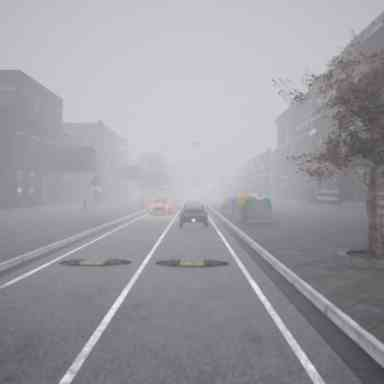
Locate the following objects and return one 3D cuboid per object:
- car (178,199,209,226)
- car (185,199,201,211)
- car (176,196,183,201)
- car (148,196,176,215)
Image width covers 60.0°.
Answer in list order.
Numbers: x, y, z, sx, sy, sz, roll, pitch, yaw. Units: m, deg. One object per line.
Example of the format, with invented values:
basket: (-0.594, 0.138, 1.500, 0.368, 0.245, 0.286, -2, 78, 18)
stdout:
car: (0.105, 1.492, 22.977, 1.837, 1.490, 4.892, 0, 0, 0)
car: (0.111, 1.591, 42.238, 1.895, 1.301, 4.718, 0, 0, 0)
car: (-2.981, 1.592, 74.277, 1.812, 1.442, 4.674, 0, 0, 0)
car: (-3.085, 1.333, 33.348, 2.097, 1.767, 4.553, 0, 0, 0)
